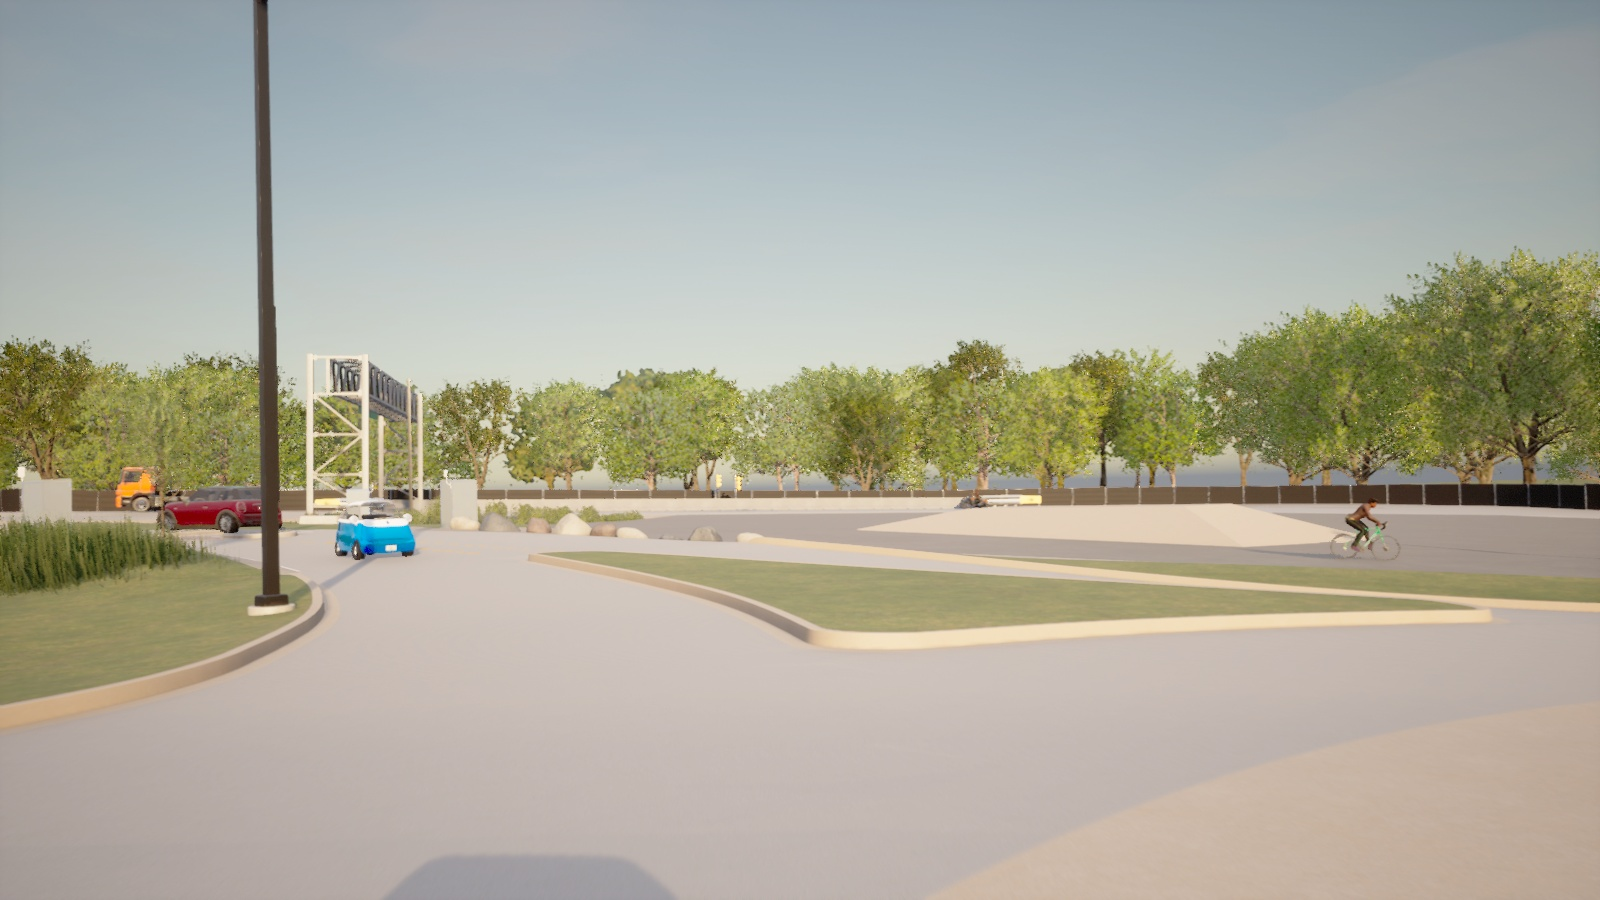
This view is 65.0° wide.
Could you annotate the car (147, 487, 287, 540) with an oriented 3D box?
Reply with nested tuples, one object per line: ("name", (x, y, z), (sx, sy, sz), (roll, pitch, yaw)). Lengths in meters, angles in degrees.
("car", (-20.813, 2.266, 44.833), (4.553, 1.767, 2.097), (-2, -1, 25))

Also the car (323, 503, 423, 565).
("car", (-10.270, 1.978, 30.153), (1.481, 1.376, 2.207), (0, -2, -43))

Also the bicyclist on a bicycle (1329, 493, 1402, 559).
("bicyclist on a bicycle", (14.505, 1.933, 32.237), (1.656, 1.620, 0.582), (0, -2, 21))

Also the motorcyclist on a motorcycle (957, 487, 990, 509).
("motorcyclist on a motorcycle", (13.128, 3.632, 95.077), (2.350, 1.649, 0.766), (0, -2, -21))
